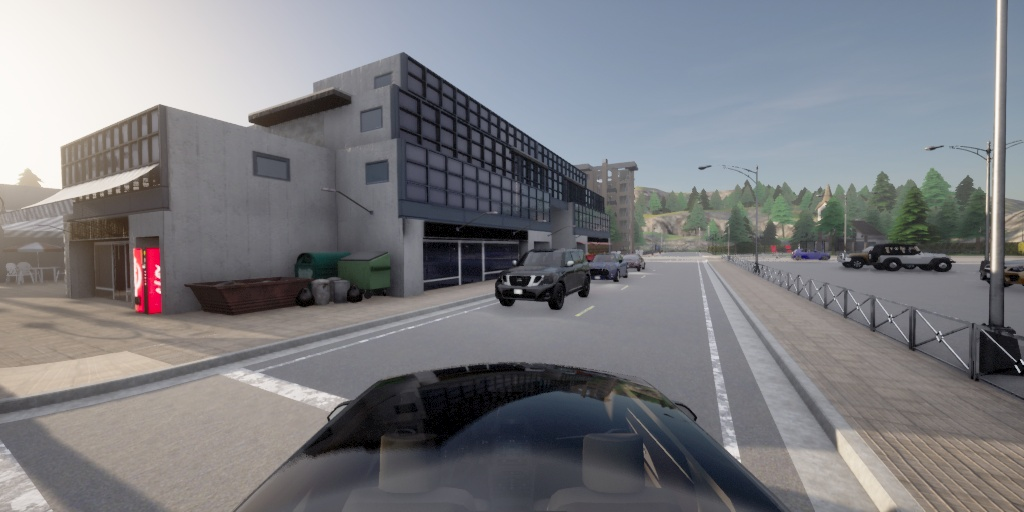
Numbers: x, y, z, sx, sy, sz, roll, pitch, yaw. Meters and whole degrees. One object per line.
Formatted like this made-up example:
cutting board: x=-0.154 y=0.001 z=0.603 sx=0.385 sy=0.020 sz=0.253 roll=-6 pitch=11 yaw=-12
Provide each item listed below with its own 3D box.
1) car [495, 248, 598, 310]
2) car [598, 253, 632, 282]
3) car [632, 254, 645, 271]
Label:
car: x=1.448 y=0.720 z=13.872 sx=2.150 sy=2.045 sz=5.566 roll=0 pitch=1 yaw=27
car: x=5.934 y=0.610 z=22.626 sx=2.097 sy=1.767 sz=4.553 roll=0 pitch=1 yaw=27
car: x=10.605 y=0.534 z=31.730 sx=1.812 sy=1.442 sz=4.674 roll=0 pitch=1 yaw=27
